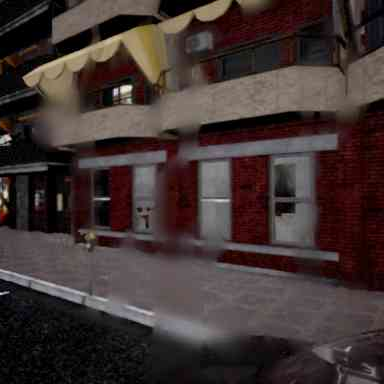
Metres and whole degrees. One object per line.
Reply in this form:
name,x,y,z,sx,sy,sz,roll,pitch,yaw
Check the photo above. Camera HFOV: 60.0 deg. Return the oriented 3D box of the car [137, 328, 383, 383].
car,1.491,1.552,1.821,4.403,1.369,2.008,0,0,36
